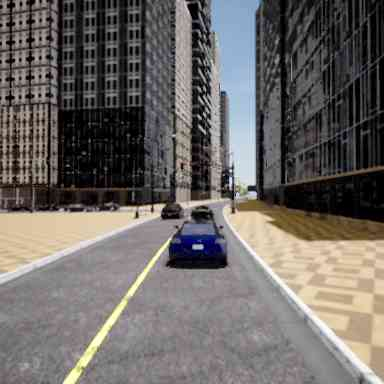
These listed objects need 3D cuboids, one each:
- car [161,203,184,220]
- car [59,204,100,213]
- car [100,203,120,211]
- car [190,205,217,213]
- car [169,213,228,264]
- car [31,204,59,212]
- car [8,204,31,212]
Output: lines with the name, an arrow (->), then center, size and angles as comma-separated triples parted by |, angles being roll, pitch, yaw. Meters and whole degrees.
car -> -1.852, 1.851, 32.667 | 1.882, 1.535, 5.008 | 0, -1, 4
car -> -16.006, 2.342, 47.361 | 4.403, 1.369, 2.008 | -1, 0, 13
car -> -14.145, 2.472, 55.531 | 4.403, 1.369, 2.008 | -1, 0, 13
car -> 0.905, 1.822, 27.227 | 1.837, 1.490, 4.892 | 0, 0, 4
car -> 0.263, 1.713, 12.439 | 1.994, 1.385, 4.181 | 0, -1, 2
car -> -25.113, 2.709, 58.027 | 4.313, 1.339, 1.947 | -1, 0, 13
car -> -30.597, 2.821, 59.274 | 4.313, 1.339, 1.947 | -1, 0, 13
